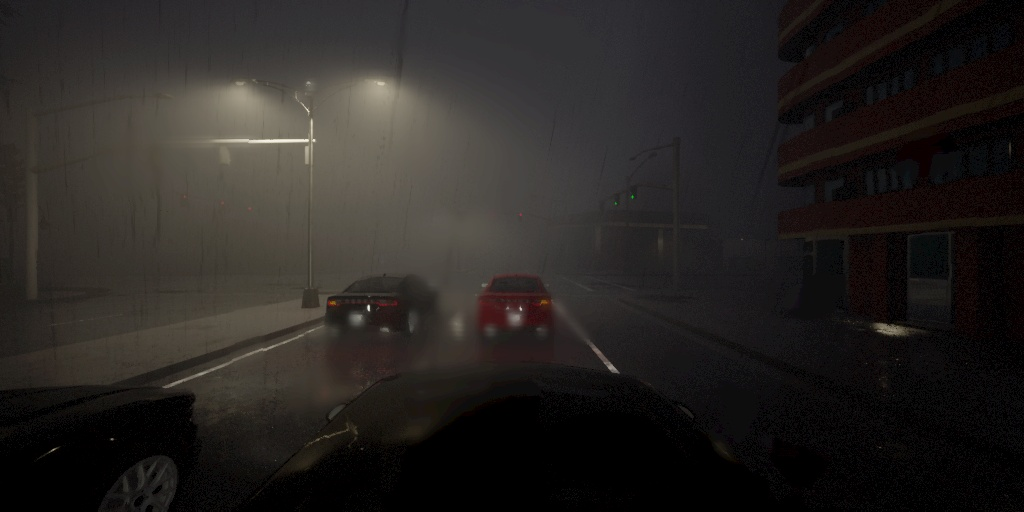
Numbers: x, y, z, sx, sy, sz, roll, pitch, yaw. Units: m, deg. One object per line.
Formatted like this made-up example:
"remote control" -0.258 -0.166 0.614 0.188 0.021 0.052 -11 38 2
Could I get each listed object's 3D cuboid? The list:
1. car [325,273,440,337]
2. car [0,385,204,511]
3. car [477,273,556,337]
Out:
"car" -3.385 1.227 10.367 1.882 1.535 5.008 0 0 0
"car" -3.409 1.228 0.793 1.882 1.535 5.008 0 0 0
"car" 0.120 1.227 10.377 1.882 1.535 5.008 0 0 1
